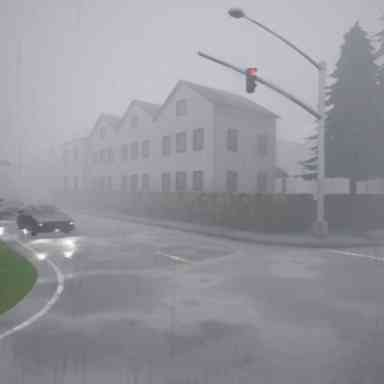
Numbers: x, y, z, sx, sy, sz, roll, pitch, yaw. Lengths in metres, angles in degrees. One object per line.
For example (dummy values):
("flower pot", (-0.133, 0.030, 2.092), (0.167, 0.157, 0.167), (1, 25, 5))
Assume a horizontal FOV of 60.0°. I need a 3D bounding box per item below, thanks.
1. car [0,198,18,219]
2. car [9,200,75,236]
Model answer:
("car", (-14.121, 1.237, 25.688), (1.812, 1.442, 4.674), (0, 0, -37))
("car", (-7.849, 1.365, 17.501), (2.033, 1.411, 5.357), (0, 0, -38))
